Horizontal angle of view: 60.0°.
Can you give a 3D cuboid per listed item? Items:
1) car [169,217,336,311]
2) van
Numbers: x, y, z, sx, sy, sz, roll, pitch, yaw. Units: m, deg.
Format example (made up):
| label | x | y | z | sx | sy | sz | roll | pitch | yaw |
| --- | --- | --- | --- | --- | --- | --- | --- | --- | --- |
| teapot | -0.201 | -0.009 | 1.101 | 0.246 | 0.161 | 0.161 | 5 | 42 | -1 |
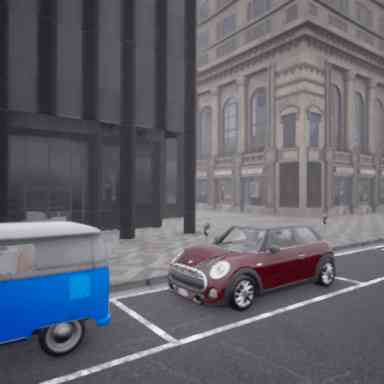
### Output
| label | x | y | z | sx | sy | sz | roll | pitch | yaw |
| --- | --- | --- | --- | --- | --- | --- | --- | --- | --- |
| car | 1.454 | 1.440 | 7.683 | 4.097 | 1.590 | 1.967 | 0 | 0 | -36 |
| van | -3.106 | 1.341 | 4.429 | 3.998 | 1.788 | 1.690 | 0 | 0 | -36 |
